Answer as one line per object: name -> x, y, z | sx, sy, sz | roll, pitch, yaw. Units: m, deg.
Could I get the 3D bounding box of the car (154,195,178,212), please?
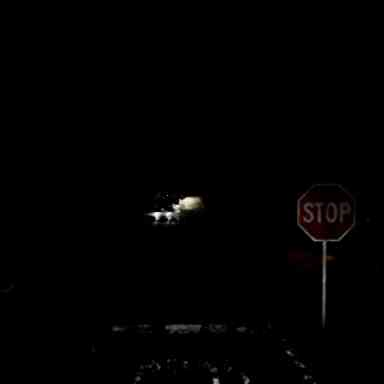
car -> -2.863, 1.294, 35.006 | 2.033, 1.411, 5.357 | 0, 0, 0

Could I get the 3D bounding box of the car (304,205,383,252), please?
car -> 6.947, 1.310, 13.569 | 4.553, 1.767, 2.097 | 0, 1, -21

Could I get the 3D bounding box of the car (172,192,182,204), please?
car -> -2.860, 1.164, 48.871 | 1.812, 1.442, 4.674 | 0, 1, 0

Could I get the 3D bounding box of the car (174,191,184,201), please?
car -> -2.781, 0.772, 65.934 | 2.150, 2.045, 5.566 | 0, 0, 0
